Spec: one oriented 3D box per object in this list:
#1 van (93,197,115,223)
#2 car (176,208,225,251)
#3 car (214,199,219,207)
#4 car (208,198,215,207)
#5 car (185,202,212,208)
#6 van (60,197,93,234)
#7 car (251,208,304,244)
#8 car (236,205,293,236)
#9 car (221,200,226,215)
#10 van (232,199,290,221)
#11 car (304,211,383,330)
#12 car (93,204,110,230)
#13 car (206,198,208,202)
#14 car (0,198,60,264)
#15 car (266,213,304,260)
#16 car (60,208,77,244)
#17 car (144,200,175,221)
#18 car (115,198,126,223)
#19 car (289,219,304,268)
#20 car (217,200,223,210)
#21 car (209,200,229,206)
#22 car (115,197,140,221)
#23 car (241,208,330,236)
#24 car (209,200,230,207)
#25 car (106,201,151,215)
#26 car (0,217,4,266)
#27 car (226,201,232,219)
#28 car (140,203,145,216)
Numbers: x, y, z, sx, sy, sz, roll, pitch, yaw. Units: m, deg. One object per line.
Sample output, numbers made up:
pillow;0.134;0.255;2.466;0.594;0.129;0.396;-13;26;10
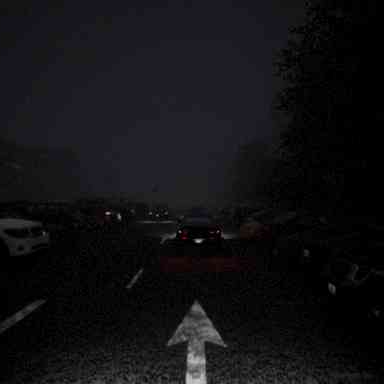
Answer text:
van;-7.797;1.430;22.415;4.442;1.987;1.878;0;-1;1
car;0.290;1.650;14.645;1.812;1.442;4.674;0;-1;1
car;5.707;1.927;41.767;5.008;1.535;2.097;0;-1;1
car;6.187;2.498;70.243;4.674;1.452;2.002;0;-1;1
car;0.528;1.836;30.019;1.994;1.385;4.181;0;-1;1
van;-7.649;1.379;16.805;4.442;1.987;1.878;0;-1;1
car;5.267;1.611;13.925;5.008;1.535;2.097;0;-1;1
car;5.128;1.633;16.714;5.366;1.575;1.946;0;-1;1
car;5.576;1.846;33.413;4.674;1.452;2.002;0;-1;1
van;5.557;1.487;25.067;4.442;1.987;1.878;0;-1;1
car;5.122;1.284;5.575;5.566;2.045;2.435;0;-1;1
car;-7.730;1.631;19.607;4.892;1.521;2.231;0;-1;1
car;6.248;2.517;73.391;5.008;1.535;2.097;0;-1;1
car;-7.820;1.301;11.200;5.566;2.045;2.435;0;-1;1
car;5.202;1.615;11.141;4.792;1.488;2.163;0;-1;1
car;-7.813;1.578;14.002;5.008;1.535;2.097;0;-1;1
car;-2.899;1.776;30.698;1.837;1.490;4.892;0;-1;1
car;-7.670;1.556;25.216;4.553;1.767;2.185;0;-1;1
car;5.219;1.589;8.355;4.792;1.488;2.163;0;-1;1
car;5.625;1.843;36.200;5.008;1.535;2.097;0;-1;1
car;6.349;2.680;79.938;4.674;1.452;2.002;0;-1;1
car;-7.566;1.460;28.017;5.566;2.045;2.435;0;-1;1
car;5.353;1.702;19.495;4.674;1.452;2.002;0;-1;1
car;6.291;2.580;76.664;4.892;1.521;2.231;0;-1;1
car;-7.418;1.855;39.223;4.892;1.521;2.231;0;-1;1
car;-7.895;1.528;8.392;4.892;1.521;2.231;0;-1;1
car;5.453;1.616;27.848;4.553;1.767;2.185;0;-1;1
car;-7.429;1.562;36.425;5.566;2.045;2.435;0;-1;1
